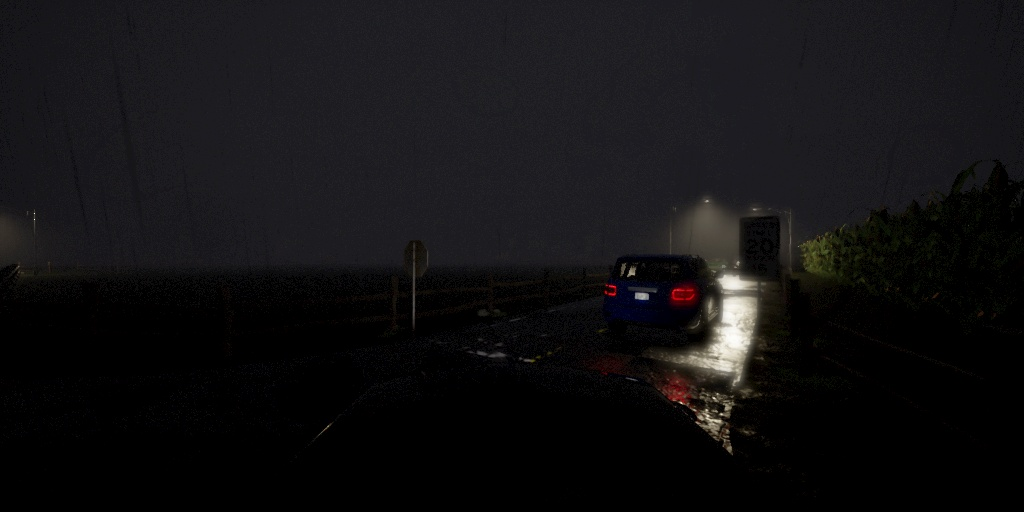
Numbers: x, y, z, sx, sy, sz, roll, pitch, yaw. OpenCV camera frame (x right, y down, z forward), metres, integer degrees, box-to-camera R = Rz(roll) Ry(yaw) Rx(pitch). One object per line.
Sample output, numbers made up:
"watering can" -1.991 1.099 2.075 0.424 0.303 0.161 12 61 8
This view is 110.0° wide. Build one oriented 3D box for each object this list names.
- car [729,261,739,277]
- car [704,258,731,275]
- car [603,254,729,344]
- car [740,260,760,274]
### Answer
"car" 22.843 1.257 35.135 2.128 1.511 4.902 0 0 37
"car" 22.948 1.105 40.031 2.097 1.767 4.553 0 0 36
"car" 4.413 0.971 9.981 2.150 2.045 5.566 0 0 36
"car" 28.963 1.298 43.603 1.812 1.442 4.674 0 0 36
